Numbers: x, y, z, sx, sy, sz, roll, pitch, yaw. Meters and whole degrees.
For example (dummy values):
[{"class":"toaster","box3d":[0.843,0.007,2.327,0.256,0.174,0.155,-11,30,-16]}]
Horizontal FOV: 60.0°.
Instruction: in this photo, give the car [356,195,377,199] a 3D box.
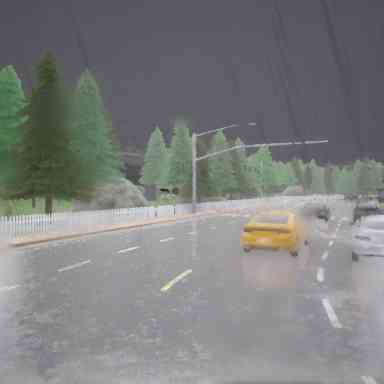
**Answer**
[{"class":"car","box3d":[43.485,1.483,82.812,4.902,1.511,2.128,0,0,-45]}]

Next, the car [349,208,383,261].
[{"class":"car","box3d":[6.619,1.531,11.685,1.812,1.442,4.674,0,0,26]}]

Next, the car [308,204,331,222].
[{"class":"car","box3d":[10.055,1.615,26.730,1.895,1.301,4.718,0,0,26]}]

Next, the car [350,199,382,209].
[{"class":"car","box3d":[13.189,1.515,25.170,1.837,1.490,4.892,0,0,26]}]

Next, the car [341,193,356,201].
[{"class":"car","box3d":[40.894,1.210,85.177,5.566,2.045,2.150,0,0,-45]}]

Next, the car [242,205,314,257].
[{"class":"car","box3d":[3.473,1.483,13.218,1.882,1.535,5.008,0,0,26]}]
